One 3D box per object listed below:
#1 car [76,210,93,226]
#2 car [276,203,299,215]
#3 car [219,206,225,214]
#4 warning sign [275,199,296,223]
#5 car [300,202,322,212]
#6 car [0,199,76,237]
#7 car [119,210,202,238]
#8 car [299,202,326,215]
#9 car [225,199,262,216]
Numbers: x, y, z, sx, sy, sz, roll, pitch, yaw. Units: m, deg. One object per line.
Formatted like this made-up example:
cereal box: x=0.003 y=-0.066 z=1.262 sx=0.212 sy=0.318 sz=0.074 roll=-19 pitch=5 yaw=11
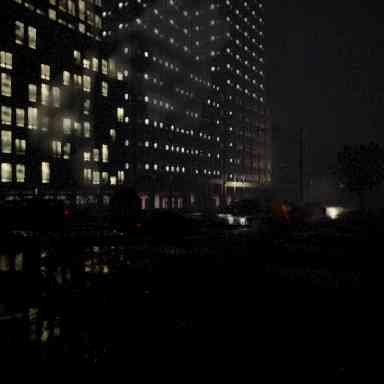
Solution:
car: x=-9.954 y=1.850 z=24.398 sx=2.033 sy=1.411 sz=5.357 roll=-1 pitch=-1 yaw=36
car: x=12.995 y=2.198 z=44.543 sx=1.882 sy=1.535 sz=5.008 roll=-1 pitch=-1 yaw=37
car: x=5.466 y=2.289 z=45.453 sx=1.994 sy=1.385 sz=4.181 roll=-1 pitch=-1 yaw=36
warning sign: x=7.568 y=1.491 z=26.831 sx=1.300 sy=1.860 sz=1.060 roll=0 pitch=0 yaw=36
car: x=18.955 y=2.363 z=52.774 sx=1.882 sy=1.535 sz=5.008 roll=-1 pitch=-1 yaw=36
car: x=-9.854 y=1.422 z=19.030 sx=2.150 sy=2.045 sz=5.566 roll=-1 pitch=-1 yaw=36
car: x=-1.671 y=1.764 z=19.200 sx=2.033 sy=1.411 sz=5.357 roll=-1 pitch=-1 yaw=39
car: x=15.908 y=2.221 z=43.015 sx=1.812 sy=1.442 sz=4.674 roll=-1 pitch=-1 yaw=37
car: x=6.791 y=1.878 z=41.778 sx=2.150 sy=2.045 sz=5.566 roll=-1 pitch=-1 yaw=36
